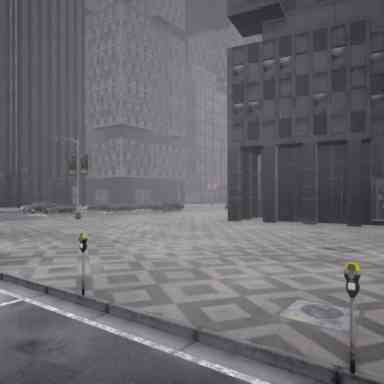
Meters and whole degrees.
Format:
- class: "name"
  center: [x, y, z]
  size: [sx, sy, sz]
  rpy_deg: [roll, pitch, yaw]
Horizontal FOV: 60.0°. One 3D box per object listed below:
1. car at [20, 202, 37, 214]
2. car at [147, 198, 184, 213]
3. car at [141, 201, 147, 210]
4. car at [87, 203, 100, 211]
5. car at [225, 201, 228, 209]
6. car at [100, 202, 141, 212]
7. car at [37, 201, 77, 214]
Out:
- class: "car"
  center: [-19.644, 1.981, 43.158]
  size: [2.128, 1.511, 4.902]
  rpy_deg: [0, -1, 36]
- class: "car"
  center: [-3.520, 1.949, 48.585]
  size: [2.150, 2.045, 5.566]
  rpy_deg: [0, -2, 36]
- class: "car"
  center: [-7.769, 2.354, 59.644]
  size: [1.882, 1.535, 5.008]
  rpy_deg: [0, -1, 36]
- class: "car"
  center: [-13.780, 2.281, 51.335]
  size: [1.895, 1.301, 4.718]
  rpy_deg: [0, -1, 36]
- class: "car"
  center: [8.242, 2.468, 64.991]
  size: [2.097, 1.767, 4.553]
  rpy_deg: [0, -1, 35]
- class: "car"
  center: [-10.696, 2.235, 50.060]
  size: [2.033, 1.411, 5.357]
  rpy_deg: [0, -1, 36]
- class: "car"
  center: [-16.659, 2.058, 41.763]
  size: [1.994, 1.385, 4.181]
  rpy_deg: [0, -1, 35]
